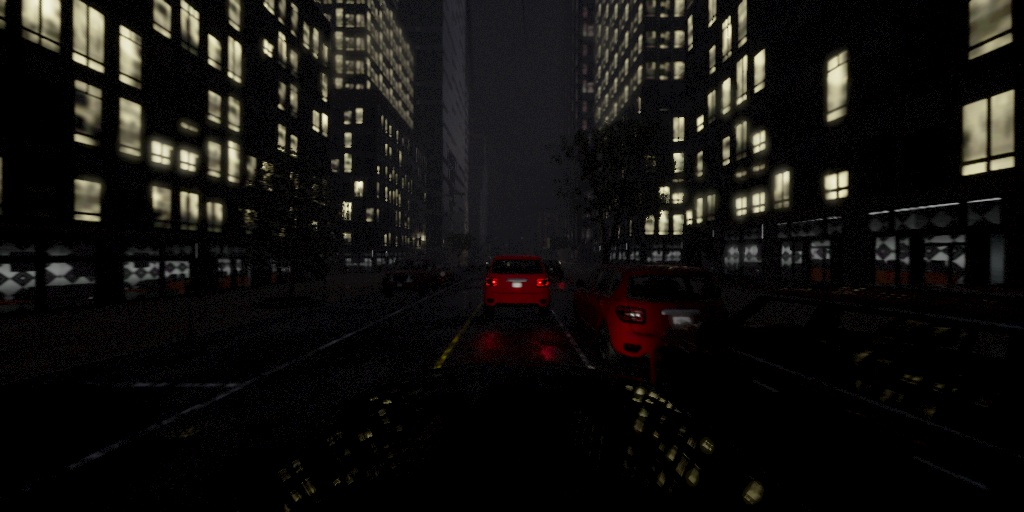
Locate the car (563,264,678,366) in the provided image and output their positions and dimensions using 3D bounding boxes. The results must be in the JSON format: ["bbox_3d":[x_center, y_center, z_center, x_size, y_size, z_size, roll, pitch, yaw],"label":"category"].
[{"bbox_3d":[2.620,1.072,7.891,2.192,1.841,5.009,0,0,1],"label":"car"}]

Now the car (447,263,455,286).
[{"bbox_3d":[-5.124,1.153,24.635,1.967,1.591,4.097,0,0,1],"label":"car"}]

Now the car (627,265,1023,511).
[{"bbox_3d":[2.665,1.076,2.333,2.192,1.841,5.009,0,0,1],"label":"car"}]

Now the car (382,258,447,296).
[{"bbox_3d":[-5.174,1.031,19.077,2.192,1.841,5.009,0,0,1],"label":"car"}]

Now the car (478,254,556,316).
[{"bbox_3d":[0.183,0.965,13.481,2.150,2.045,5.566,0,0,1],"label":"car"}]

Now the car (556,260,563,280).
[{"bbox_3d":[3.246,1.100,31.479,2.097,1.767,4.553,0,0,1],"label":"car"}]

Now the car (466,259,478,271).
[{"bbox_3d":[-4.921,1.145,46.869,1.967,1.591,4.097,0,0,1],"label":"car"}]
